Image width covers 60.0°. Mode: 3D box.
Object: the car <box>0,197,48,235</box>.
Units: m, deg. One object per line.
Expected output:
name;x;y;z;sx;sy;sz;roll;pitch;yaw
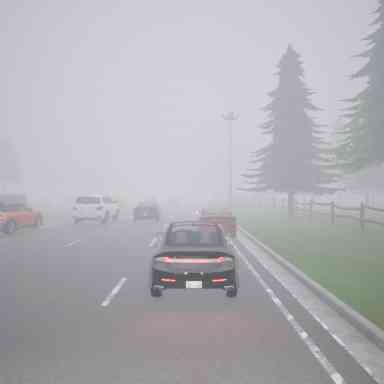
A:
car;-10.396;1.352;18.951;2.097;1.767;4.553;0;0;0

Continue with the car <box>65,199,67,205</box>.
car;-20.376;1.491;56.398;2.128;1.511;4.902;0;0;-24

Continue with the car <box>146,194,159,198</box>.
car;-6.893;1.493;55.362;2.128;1.511;4.902;0;0;0

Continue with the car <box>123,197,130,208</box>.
car;-10.394;1.477;48.734;1.882;1.535;5.008;0;0;0

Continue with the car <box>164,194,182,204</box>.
car;-3.392;1.492;61.548;2.128;1.511;4.902;0;0;0

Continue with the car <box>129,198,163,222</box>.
car;-3.397;1.477;26.446;1.882;1.535;5.008;0;0;0

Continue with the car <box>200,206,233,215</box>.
car;1.227;1.478;17.888;1.882;1.535;5.008;0;0;0

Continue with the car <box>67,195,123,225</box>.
car;-6.896;1.221;24.345;2.150;2.045;5.566;0;0;0

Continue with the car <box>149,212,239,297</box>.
car;0.053;1.492;8.547;2.128;1.511;4.902;0;0;0
